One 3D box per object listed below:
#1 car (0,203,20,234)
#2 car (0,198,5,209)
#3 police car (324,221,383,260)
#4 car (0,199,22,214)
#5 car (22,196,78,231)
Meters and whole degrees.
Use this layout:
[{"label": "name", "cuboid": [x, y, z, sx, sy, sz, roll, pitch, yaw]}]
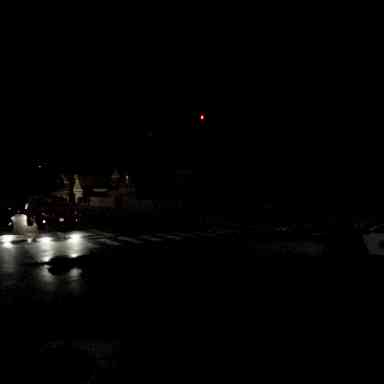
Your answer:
[{"label": "car", "cuboid": [-11.541, 1.583, 19.286, 2.033, 1.411, 5.357, 0, 0, -33]}, {"label": "car", "cuboid": [-28.964, 1.640, 49.102, 1.882, 1.535, 5.008, 0, 0, -36]}, {"label": "police car", "cuboid": [6.793, 1.567, 10.695, 2.038, 1.542, 4.974, 0, 0, -36]}, {"label": "car", "cuboid": [-17.824, 1.608, 33.512, 1.812, 1.442, 4.674, 0, 0, -36]}, {"label": "car", "cuboid": [-9.199, 1.271, 21.583, 2.150, 2.045, 5.566, 0, 0, -36]}]
